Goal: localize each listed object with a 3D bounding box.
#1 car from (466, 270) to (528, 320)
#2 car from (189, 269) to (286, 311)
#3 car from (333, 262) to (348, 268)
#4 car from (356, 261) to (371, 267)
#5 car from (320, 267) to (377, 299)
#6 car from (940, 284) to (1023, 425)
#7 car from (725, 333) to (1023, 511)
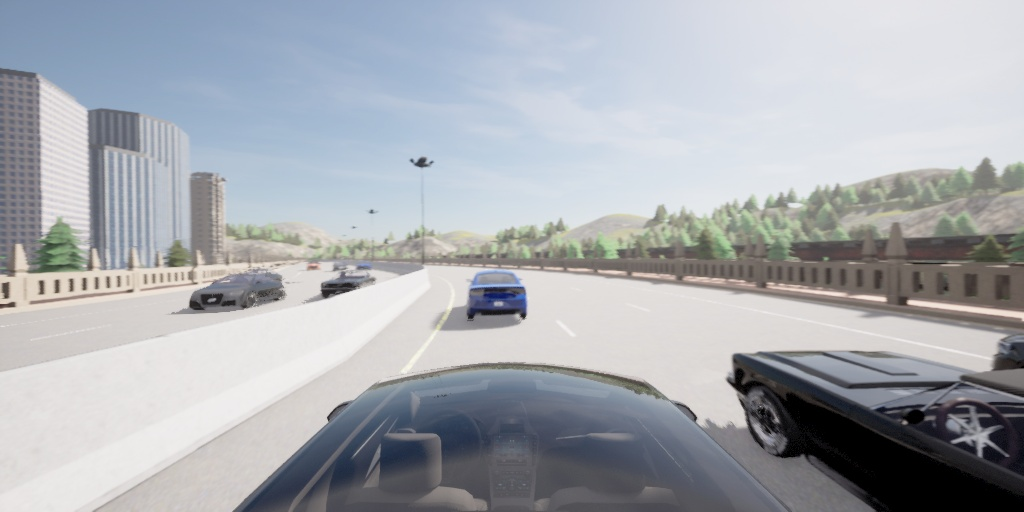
[{"bbox_3d":[-0.610,1.224,12.776,1.882,1.535,5.008,-1,0,-5],"label":"car"},{"bbox_3d":[-11.700,1.486,15.609,1.994,1.385,4.181,-1,0,-8],"label":"car"},{"bbox_3d":[-26.042,1.597,54.303,2.128,1.511,4.902,-1,0,-28],"label":"car"},{"bbox_3d":[-24.024,1.545,57.909,1.882,1.535,5.008,-1,0,-28],"label":"car"},{"bbox_3d":[-8.746,1.470,19.540,1.895,1.301,4.718,-1,0,-10],"label":"car"},{"bbox_3d":[6.810,1.131,2.361,2.128,1.511,4.902,-1,0,1],"label":"car"},{"bbox_3d":[3.375,1.296,2.008,1.895,1.301,4.718,-1,0,1],"label":"car"}]
